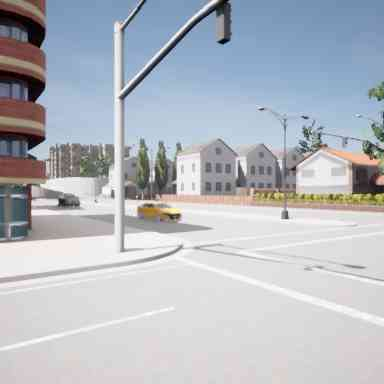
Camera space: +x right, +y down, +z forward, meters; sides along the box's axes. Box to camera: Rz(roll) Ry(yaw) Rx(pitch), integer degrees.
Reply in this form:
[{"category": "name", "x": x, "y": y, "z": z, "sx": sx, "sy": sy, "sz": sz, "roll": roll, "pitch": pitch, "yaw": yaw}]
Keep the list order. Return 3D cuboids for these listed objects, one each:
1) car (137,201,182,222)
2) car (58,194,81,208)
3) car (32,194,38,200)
[{"category": "car", "x": -2.664, "y": 1.522, "z": 26.675, "sx": 1.882, "sy": 1.535, "sz": 5.008, "roll": 0, "pitch": 1, "yaw": -35}, {"category": "car", "x": -18.247, "y": 1.330, "z": 49.221, "sx": 2.150, "sy": 2.045, "sz": 5.566, "roll": 0, "pitch": 1, "yaw": -35}, {"category": "car", "x": -36.469, "y": 1.217, "z": 75.601, "sx": 2.097, "sy": 1.767, "sz": 4.553, "roll": 0, "pitch": 0, "yaw": -35}]
